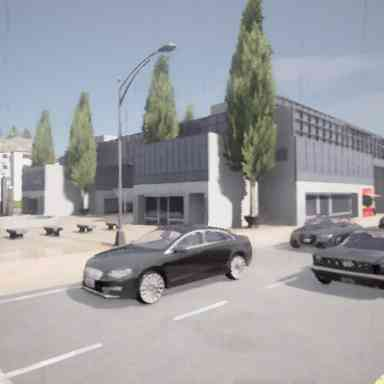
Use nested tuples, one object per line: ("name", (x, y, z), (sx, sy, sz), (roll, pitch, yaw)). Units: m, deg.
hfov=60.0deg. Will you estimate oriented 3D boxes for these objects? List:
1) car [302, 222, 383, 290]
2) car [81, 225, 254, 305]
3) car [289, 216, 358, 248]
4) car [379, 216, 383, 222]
("car", (5.120, 1.715, 9.050), (4.718, 1.301, 1.895), (0, -1, -43))
("car", (-0.372, 1.652, 8.683), (4.902, 1.511, 2.128), (0, -1, -43))
("car", (6.112, 1.768, 14.779), (4.181, 1.385, 1.994), (0, -1, -42))
("car", (14.171, 1.822, 22.380), (4.181, 1.385, 1.994), (0, -1, -43))
